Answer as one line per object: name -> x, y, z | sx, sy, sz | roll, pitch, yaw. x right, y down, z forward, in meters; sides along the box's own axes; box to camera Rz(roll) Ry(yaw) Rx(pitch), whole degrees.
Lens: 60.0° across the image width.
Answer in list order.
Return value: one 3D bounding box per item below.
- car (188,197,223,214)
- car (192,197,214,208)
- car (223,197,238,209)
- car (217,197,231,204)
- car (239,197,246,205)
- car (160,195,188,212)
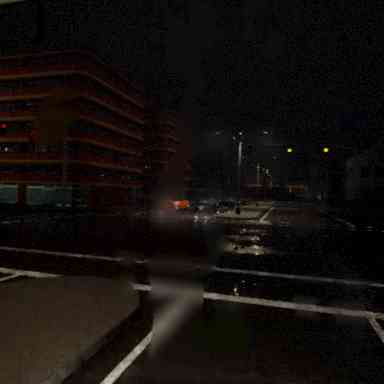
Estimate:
car -> 1.589, 1.486, 36.426 | 2.128, 1.511, 4.902 | 2, 0, 16
car -> 1.807, 1.529, 50.136 | 2.033, 1.411, 5.357 | 2, 0, 16
car -> 5.008, 1.687, 48.626 | 1.895, 1.301, 4.718 | 2, 0, 16
car -> 6.501, 1.707, 66.648 | 1.895, 1.301, 4.718 | 2, 0, 16
car -> 9.102, 1.691, 63.027 | 2.128, 1.511, 4.902 | 2, 0, 16
car -> -1.857, 1.236, 37.089 | 2.097, 1.767, 4.553 | 2, 0, 16
